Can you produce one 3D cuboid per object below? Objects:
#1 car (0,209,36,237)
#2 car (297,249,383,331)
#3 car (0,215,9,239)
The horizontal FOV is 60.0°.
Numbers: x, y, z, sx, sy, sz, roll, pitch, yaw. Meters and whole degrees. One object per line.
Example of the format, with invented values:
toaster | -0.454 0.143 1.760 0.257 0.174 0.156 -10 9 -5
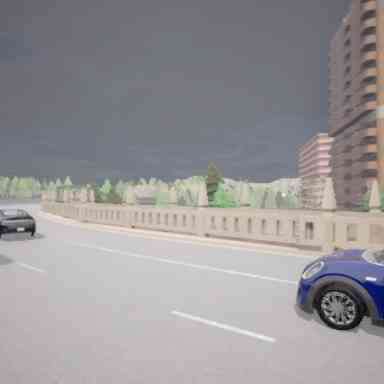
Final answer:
car | -10.208 1.683 18.487 2.128 1.511 4.902 0 -1 -42
car | 4.143 1.385 5.484 4.553 1.767 2.097 -1 -1 35
car | -8.332 1.617 11.422 4.902 1.511 2.128 -1 -1 44
